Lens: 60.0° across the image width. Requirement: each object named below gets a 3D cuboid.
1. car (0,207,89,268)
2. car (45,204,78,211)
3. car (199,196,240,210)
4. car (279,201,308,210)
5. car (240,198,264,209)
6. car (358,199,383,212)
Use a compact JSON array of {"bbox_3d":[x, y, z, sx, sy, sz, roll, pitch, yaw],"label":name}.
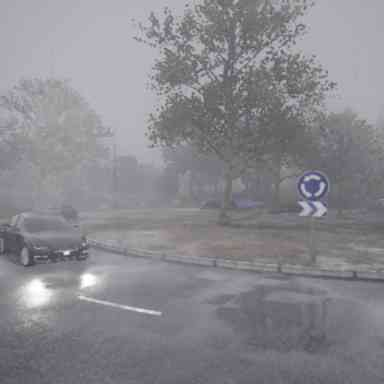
[{"bbox_3d":[-5.256,1.500,11.589,1.837,1.490,4.892,0,1,-41],"label":"car"},{"bbox_3d":[-10.199,1.563,24.963,1.994,1.385,4.181,0,0,6],"label":"car"},{"bbox_3d":[3.160,1.326,41.386,4.553,1.767,2.097,1,0,-11],"label":"car"},{"bbox_3d":[13.177,1.706,41.172,4.718,1.301,1.895,1,0,20],"label":"car"},{"bbox_3d":[6.981,1.575,45.231,5.357,1.411,2.033,1,0,-1],"label":"car"},{"bbox_3d":[22.316,1.630,39.456,1.837,1.490,4.892,-4,1,-45],"label":"car"}]
